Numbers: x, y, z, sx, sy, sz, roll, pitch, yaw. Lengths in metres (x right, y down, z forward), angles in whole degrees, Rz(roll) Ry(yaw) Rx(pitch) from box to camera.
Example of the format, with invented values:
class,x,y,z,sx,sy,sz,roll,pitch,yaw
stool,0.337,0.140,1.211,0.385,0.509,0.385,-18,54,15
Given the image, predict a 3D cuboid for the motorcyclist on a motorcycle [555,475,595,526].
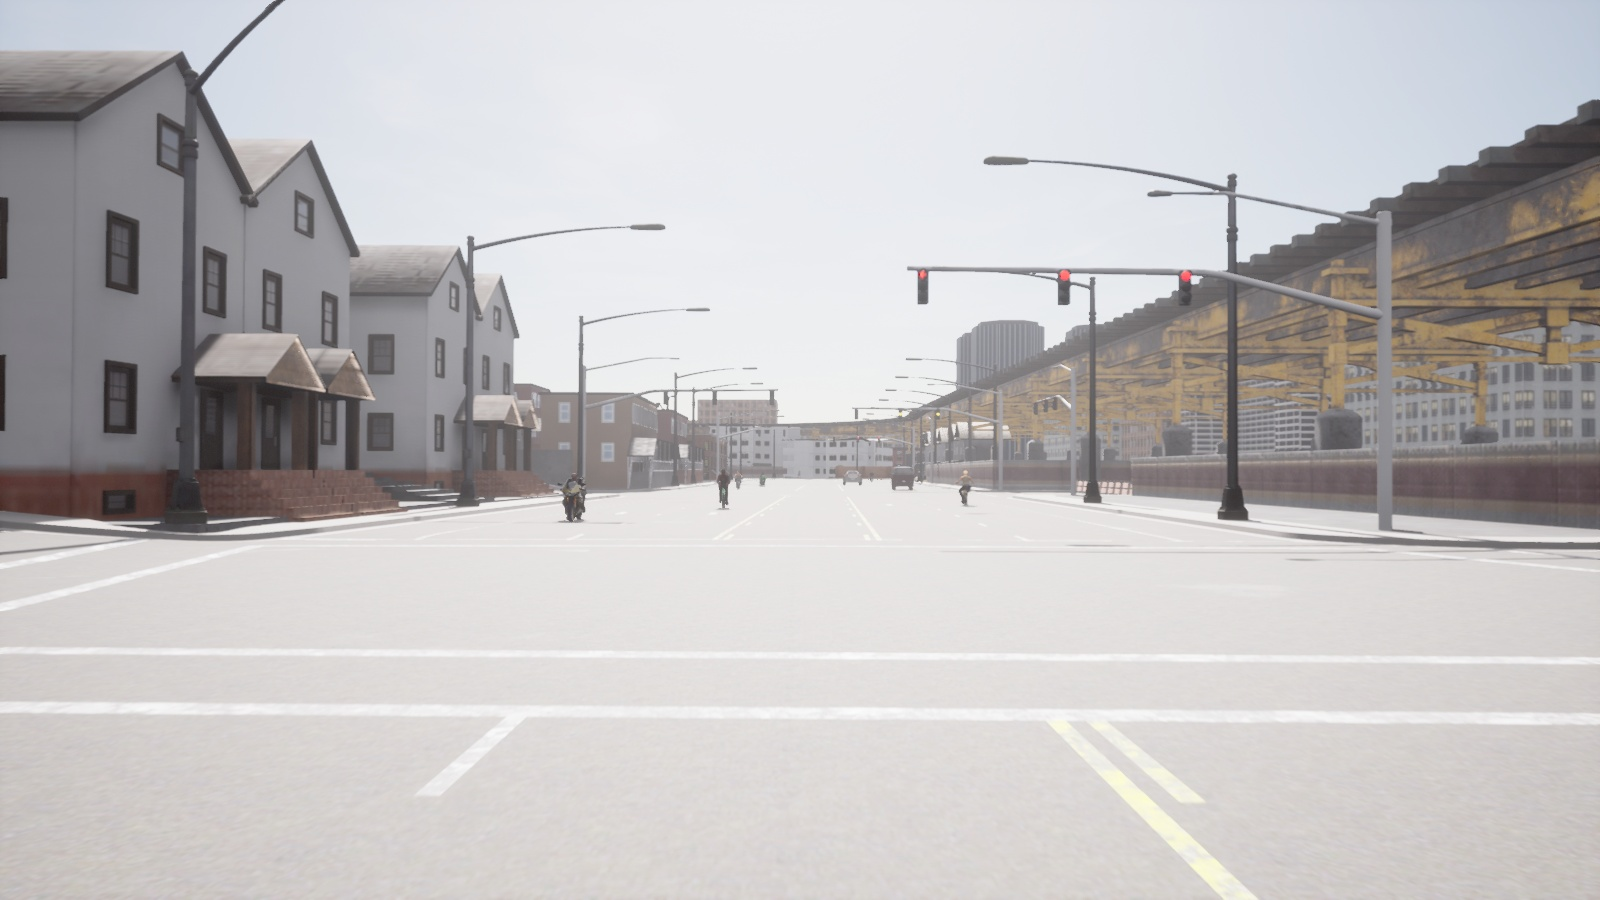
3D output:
class,x,y,z,sx,sy,sz,roll,pitch,yaw
motorcyclist on a motorcycle,-6.901,1.523,38.564,0.866,1.530,2.191,0,-1,-1
